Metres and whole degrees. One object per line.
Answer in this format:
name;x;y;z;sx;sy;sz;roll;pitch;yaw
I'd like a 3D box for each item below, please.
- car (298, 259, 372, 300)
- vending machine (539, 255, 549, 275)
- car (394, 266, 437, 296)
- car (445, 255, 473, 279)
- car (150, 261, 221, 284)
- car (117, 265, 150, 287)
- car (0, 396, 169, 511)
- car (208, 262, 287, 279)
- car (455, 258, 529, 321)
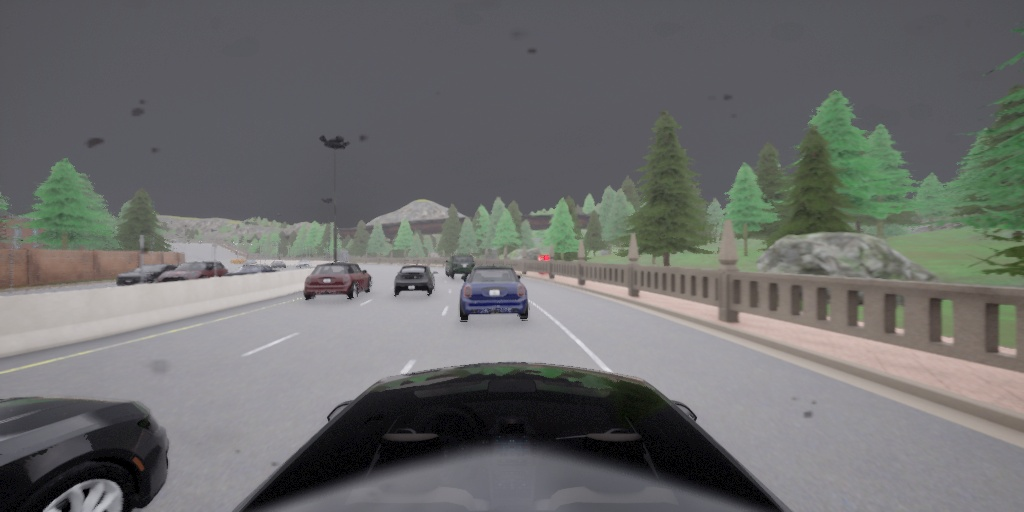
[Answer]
car;-8.494;1.109;17.934;2.097;1.767;4.553;0;0;-9
vending machine;3.091;0.872;34.124;1.100;2.100;0.880;0;0;-16
car;-5.187;1.245;19.424;1.837;1.490;4.892;0;0;-10
car;-4.714;0.935;32.520;2.150;2.045;5.566;0;0;-17
car;-20.539;1.152;23.387;2.097;1.767;4.553;0;0;-15
car;-24.495;1.292;24.707;1.882;1.535;5.008;0;0;-16
car;-3.545;1.272;0.694;1.837;1.490;4.892;0;0;0
car;-16.860;1.331;23.329;2.033;1.411;5.357;0;0;-14
car;-0.706;1.085;12.567;2.097;1.767;4.553;0;0;-5
